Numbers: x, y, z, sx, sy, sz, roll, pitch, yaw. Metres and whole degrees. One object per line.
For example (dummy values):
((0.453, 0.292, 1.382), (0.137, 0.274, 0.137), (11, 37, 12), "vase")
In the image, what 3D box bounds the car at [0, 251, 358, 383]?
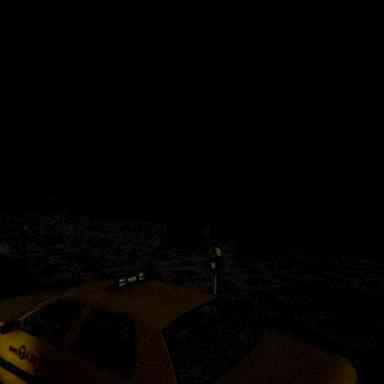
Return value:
((-0.854, 1.525, 3.577), (4.829, 1.417, 1.752), (0, 0, 36), "car")
